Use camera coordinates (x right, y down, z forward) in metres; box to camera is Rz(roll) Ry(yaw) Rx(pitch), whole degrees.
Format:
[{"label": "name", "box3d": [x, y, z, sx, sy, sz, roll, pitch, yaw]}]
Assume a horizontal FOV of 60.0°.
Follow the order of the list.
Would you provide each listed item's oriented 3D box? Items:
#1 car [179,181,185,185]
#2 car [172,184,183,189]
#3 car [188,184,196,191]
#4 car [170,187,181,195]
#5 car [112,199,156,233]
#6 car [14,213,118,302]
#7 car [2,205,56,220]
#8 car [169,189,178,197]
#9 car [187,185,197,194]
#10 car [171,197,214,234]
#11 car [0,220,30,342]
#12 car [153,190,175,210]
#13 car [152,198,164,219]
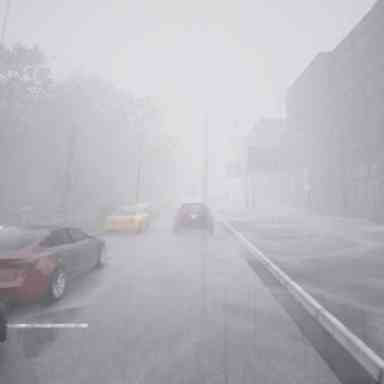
[{"label": "car", "box3d": [-3.645, -1.471, 89.323, 1.946, 1.575, 5.366, 0, 4, 2]}, {"label": "car", "box3d": [-3.654, -0.202, 66.858, 2.185, 1.767, 4.553, 0, 4, 2]}, {"label": "car", "box3d": [0.000, -1.140, 82.345, 2.033, 1.411, 5.357, 0, 4, 0]}, {"label": "car", "box3d": [-3.634, 0.567, 55.746, 2.231, 1.521, 4.892, 1, 3, 2]}, {"label": "car", "box3d": [-3.644, 1.461, 19.600, 1.946, 1.575, 5.366, 0, 1, 2]}, {"label": "car", "box3d": [-3.662, 1.538, 8.353, 2.163, 1.488, 4.792, -1, 0, 2]}, {"label": "car", "box3d": [-12.312, 1.693, 25.439, 1.994, 1.385, 4.181, -1, 0, 15]}, {"label": "car", "box3d": [-3.630, 0.819, 50.012, 1.946, 1.575, 5.366, 1, 2, 2]}, {"label": "car", "box3d": [0.000, -0.396, 71.882, 1.882, 1.535, 5.008, 0, 4, 0]}, {"label": "car", "box3d": [0.100, 1.339, 19.366, 2.097, 1.767, 4.553, 0, 0, 0]}, {"label": "car", "box3d": [-3.652, 1.360, 2.749, 2.185, 1.767, 4.553, 0, 0, 2]}, {"label": "car", "box3d": [-3.628, 1.090, 38.994, 2.185, 1.767, 4.553, 2, 2, 2]}, {"label": "car", "box3d": [-3.651, 1.483, 25.737, 2.002, 1.452, 4.674, 0, 0, 2]}]
